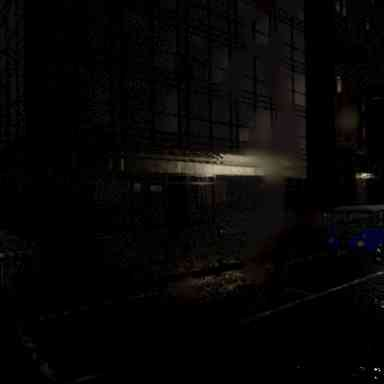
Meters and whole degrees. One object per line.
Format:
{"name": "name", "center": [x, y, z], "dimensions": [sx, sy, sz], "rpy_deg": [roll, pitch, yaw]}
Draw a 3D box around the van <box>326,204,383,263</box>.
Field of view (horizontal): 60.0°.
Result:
{"name": "van", "center": [6.362, 1.350, 11.759], "dimensions": [3.998, 1.788, 1.690], "rpy_deg": [0, -1, -38]}
